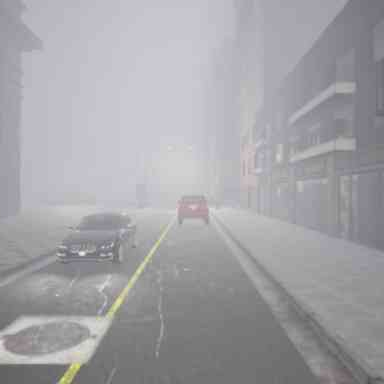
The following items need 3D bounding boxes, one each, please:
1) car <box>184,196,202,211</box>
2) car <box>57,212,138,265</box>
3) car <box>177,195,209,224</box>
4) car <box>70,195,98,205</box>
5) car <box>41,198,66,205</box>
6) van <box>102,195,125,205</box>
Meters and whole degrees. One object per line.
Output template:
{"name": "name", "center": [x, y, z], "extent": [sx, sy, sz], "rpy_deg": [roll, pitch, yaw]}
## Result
{"name": "car", "center": [0.103, 1.418, 41.848], "extent": [2.097, 1.767, 4.553], "rpy_deg": [0, 0, 0]}
{"name": "car", "center": [-3.097, 1.508, 11.806], "extent": [1.837, 1.490, 4.892], "rpy_deg": [0, 0, 0]}
{"name": "car", "center": [0.100, 1.240, 24.742], "extent": [2.150, 2.045, 5.566], "rpy_deg": [0, -1, 0]}
{"name": "car", "center": [-20.361, 1.471, 62.659], "extent": [5.009, 1.841, 2.192], "rpy_deg": [0, 0, -1]}
{"name": "car", "center": [-26.001, 1.718, 62.572], "extent": [4.313, 1.339, 1.947], "rpy_deg": [0, 0, -1]}
{"name": "van", "center": [-14.720, 1.499, 62.744], "extent": [3.998, 1.788, 1.690], "rpy_deg": [0, 0, -1]}
